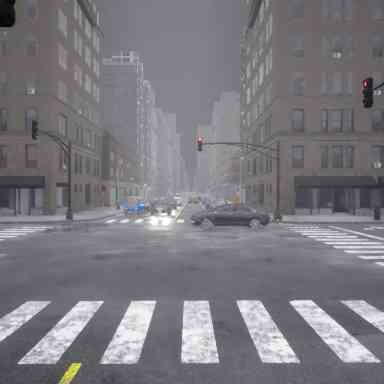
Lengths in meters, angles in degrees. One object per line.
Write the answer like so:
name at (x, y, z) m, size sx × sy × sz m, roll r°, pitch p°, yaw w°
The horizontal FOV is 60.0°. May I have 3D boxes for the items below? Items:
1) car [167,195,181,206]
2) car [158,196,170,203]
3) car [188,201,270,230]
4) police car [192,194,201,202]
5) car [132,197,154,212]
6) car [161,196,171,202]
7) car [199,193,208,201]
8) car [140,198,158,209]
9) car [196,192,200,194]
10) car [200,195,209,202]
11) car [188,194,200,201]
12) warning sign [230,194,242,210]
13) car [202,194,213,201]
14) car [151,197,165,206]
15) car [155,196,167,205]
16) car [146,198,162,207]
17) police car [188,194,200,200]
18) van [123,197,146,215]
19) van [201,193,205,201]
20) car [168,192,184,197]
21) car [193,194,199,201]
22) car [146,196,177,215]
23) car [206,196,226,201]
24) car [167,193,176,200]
car at (-2.966, 1.495, 43.800) m, size 2.128 × 1.511 × 4.902 m, roll 0°, pitch 0°, yaw 0°
car at (-5.652, 1.567, 67.423) m, size 1.947 × 1.339 × 4.313 m, roll 0°, pitch 0°, yaw 0°
car at (2.338, 1.507, 20.661) m, size 4.892 × 1.490 × 1.837 m, roll 1°, pitch 0°, yaw 0°
police car at (1.040, 1.422, 79.485) m, size 1.930 × 1.638 × 5.238 m, roll 0°, pitch 0°, yaw -1°
car at (-5.740, 1.443, 39.082) m, size 1.967 × 1.590 × 4.097 m, roll 0°, pitch 0°, yaw 0°
car at (-5.634, 1.544, 73.091) m, size 1.887 × 1.381 × 4.507 m, roll 0°, pitch 0°, yaw 0°
car at (2.926, 1.310, 84.412) m, size 2.192 × 1.841 × 5.009 m, roll 0°, pitch 0°, yaw 0°
car at (-5.722, 1.569, 44.750) m, size 1.947 × 1.339 × 4.313 m, roll 0°, pitch 0°, yaw 0°
car at (0.224, 1.292, 72.961) m, size 1.882 × 1.535 × 5.008 m, roll 0°, pitch 0°, yaw 0°
car at (2.909, 1.437, 78.743) m, size 1.967 × 1.590 × 4.097 m, roll 0°, pitch 0°, yaw 0°
car at (0.193, 1.603, 62.987) m, size 1.895 × 1.301 × 4.718 m, roll 0°, pitch 0°, yaw 0°
warning sign at (5.188, 1.118, 39.376) m, size 1.300 × 1.860 × 1.060 m, roll 0°, pitch 0°, yaw 0°
car at (2.803, 1.443, 44.727) m, size 1.967 × 1.590 × 4.097 m, roll 0°, pitch 0°, yaw 0°
car at (-5.687, 1.569, 56.087) m, size 1.947 × 1.339 × 4.313 m, roll 0°, pitch 0°, yaw 0°
car at (-5.670, 1.527, 61.585) m, size 1.752 × 1.417 × 4.829 m, roll 0°, pitch 0°, yaw 0°
car at (-5.705, 1.585, 50.418) m, size 1.802 × 1.307 × 4.206 m, roll 0°, pitch 0°, yaw 0°
police car at (0.567, 1.415, 95.408) m, size 1.930 × 1.638 × 5.238 m, roll 0°, pitch 0°, yaw -16°
van at (-5.758, 1.343, 33.413) m, size 1.690 × 1.788 × 3.998 m, roll 0°, pitch 0°, yaw 0°
van at (2.838, 1.344, 56.066) m, size 1.690 × 1.788 × 3.998 m, roll 0°, pitch 0°, yaw 0°
car at (-2.920, 1.225, 54.530) m, size 2.150 × 2.045 × 5.566 m, roll 0°, pitch 0°, yaw 0°
car at (1.062, 1.448, 89.580) m, size 1.801 × 1.575 × 5.366 m, roll 0°, pitch 0°, yaw 0°
car at (-3.003, 1.494, 33.555) m, size 2.128 × 1.511 × 4.902 m, roll 0°, pitch 0°, yaw 0°
car at (2.768, 1.442, 33.389) m, size 1.967 × 1.590 × 4.097 m, roll 0°, pitch 0°, yaw 0°
car at (-5.582, 1.307, 90.096) m, size 2.192 × 1.841 × 5.009 m, roll 0°, pitch 0°, yaw 0°
